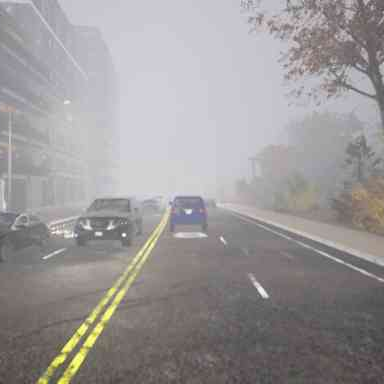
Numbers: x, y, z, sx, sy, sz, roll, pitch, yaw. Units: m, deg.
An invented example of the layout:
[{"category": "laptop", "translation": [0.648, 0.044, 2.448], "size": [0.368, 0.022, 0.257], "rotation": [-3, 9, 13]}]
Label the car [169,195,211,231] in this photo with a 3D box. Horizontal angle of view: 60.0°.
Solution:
[{"category": "car", "translation": [-0.259, 1.195, 20.673], "size": [2.150, 2.045, 5.566], "rotation": [0, 0, -2]}]

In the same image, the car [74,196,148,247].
[{"category": "car", "translation": [-3.563, 1.205, 15.246], "size": [2.150, 2.045, 5.566], "rotation": [0, 0, -1]}]

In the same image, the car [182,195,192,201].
[{"category": "car", "translation": [-1.214, 1.391, 77.623], "size": [1.812, 1.442, 4.674], "rotation": [0, 0, -7]}]

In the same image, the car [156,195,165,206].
[{"category": "car", "translation": [-5.402, 1.339, 53.400], "size": [2.097, 1.767, 4.553], "rotation": [0, 0, -5]}]

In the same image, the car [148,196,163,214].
[{"category": "car", "translation": [-4.298, 1.460, 34.832], "size": [1.837, 1.490, 4.892], "rotation": [0, 0, -3]}]

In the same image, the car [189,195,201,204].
[{"category": "car", "translation": [0.501, 1.379, 61.503], "size": [1.882, 1.535, 5.008], "rotation": [0, 0, -5]}]

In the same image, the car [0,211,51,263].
[{"category": "car", "translation": [-6.747, 1.480, 11.964], "size": [2.128, 1.511, 4.902], "rotation": [0, 0, -1]}]

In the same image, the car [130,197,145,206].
[{"category": "car", "translation": [-8.636, 1.530, 53.077], "size": [1.895, 1.301, 4.718], "rotation": [0, 0, -5]}]

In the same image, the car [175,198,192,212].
[{"category": "car", "translation": [-1.085, 1.471, 39.063], "size": [1.812, 1.442, 4.674], "rotation": [0, 0, -3]}]

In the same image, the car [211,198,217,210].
[{"category": "car", "translation": [2.001, 1.485, 41.845], "size": [2.033, 1.411, 5.357], "rotation": [0, 0, -3]}]

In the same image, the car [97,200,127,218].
[{"category": "car", "translation": [-7.370, 1.490, 31.093], "size": [1.812, 1.442, 4.674], "rotation": [0, 0, -3]}]
